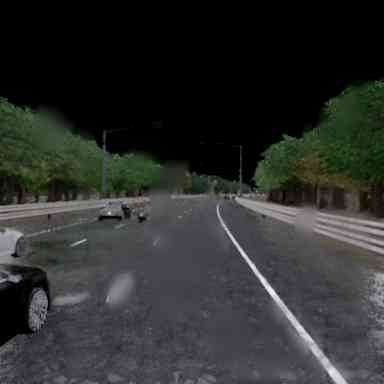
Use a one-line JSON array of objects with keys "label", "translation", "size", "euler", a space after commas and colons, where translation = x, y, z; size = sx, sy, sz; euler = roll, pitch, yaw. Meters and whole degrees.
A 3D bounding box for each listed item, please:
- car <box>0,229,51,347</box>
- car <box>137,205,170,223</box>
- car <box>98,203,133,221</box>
[{"label": "car", "translation": [-3.361, 1.495, 3.842], "size": [2.128, 1.511, 4.902], "euler": [0, 0, 0]}, {"label": "car", "translation": [-2.832, 1.638, 25.609], "size": [1.895, 1.301, 4.718], "euler": [0, 0, 2]}, {"label": "car", "translation": [-6.245, 1.602, 27.492], "size": [1.994, 1.385, 4.181], "euler": [0, 0, 3]}]
